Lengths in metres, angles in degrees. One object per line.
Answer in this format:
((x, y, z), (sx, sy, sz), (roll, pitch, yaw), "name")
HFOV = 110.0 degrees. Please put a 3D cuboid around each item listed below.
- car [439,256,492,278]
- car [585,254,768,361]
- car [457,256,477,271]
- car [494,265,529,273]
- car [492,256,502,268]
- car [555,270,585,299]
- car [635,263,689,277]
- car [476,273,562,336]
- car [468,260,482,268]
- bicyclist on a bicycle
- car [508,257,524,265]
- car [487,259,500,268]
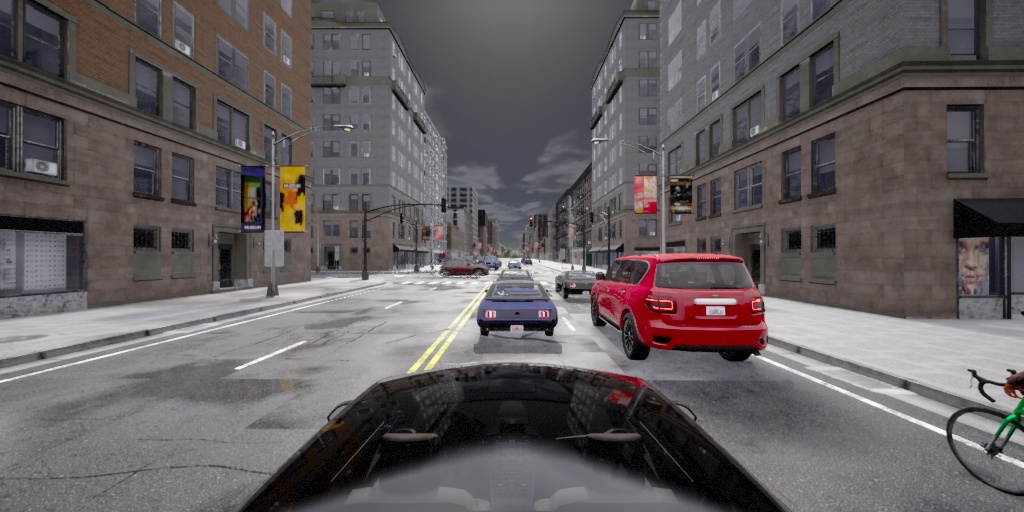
((-4.437, 1.106, 33.691), (4.553, 1.767, 2.097), (0, 0, 0), "car")
((3.347, 0.973, 8.425), (2.150, 2.045, 5.566), (0, 0, 2), "car")
((-6.407, 0.991, 52.055), (2.150, 2.045, 5.566), (0, 0, 0), "car")
((0.162, 1.355, 19.455), (1.895, 1.301, 4.718), (0, 0, 0), "car")
((-3.132, 0.990, 51.756), (2.150, 2.045, 5.566), (0, 0, 2), "car")
((3.307, 1.355, 18.194), (1.895, 1.301, 4.718), (0, 0, 0), "car")
((15.186, 1.411, 36.478), (4.718, 1.301, 1.895), (0, 0, 0), "car")
((0.129, 1.352, 10.350), (1.895, 1.301, 4.718), (0, 0, 0), "car")
((-6.357, 1.336, 61.461), (1.994, 1.385, 4.181), (0, 0, 0), "car")
((4.148, 1.203, 2.609), (0.582, 1.620, 1.656), (0, 0, 0), "bicyclist on a bicycle")
((0.362, 1.317, 54.640), (2.033, 1.411, 5.357), (0, 0, -1), "car")
((-3.104, 1.297, 61.273), (1.812, 1.442, 4.674), (0, 0, 1), "car")
